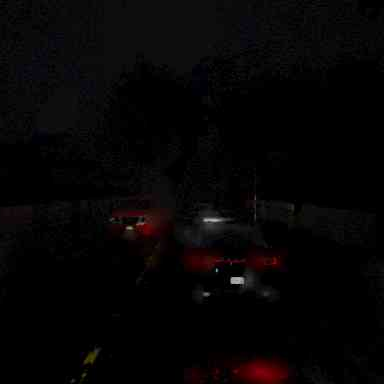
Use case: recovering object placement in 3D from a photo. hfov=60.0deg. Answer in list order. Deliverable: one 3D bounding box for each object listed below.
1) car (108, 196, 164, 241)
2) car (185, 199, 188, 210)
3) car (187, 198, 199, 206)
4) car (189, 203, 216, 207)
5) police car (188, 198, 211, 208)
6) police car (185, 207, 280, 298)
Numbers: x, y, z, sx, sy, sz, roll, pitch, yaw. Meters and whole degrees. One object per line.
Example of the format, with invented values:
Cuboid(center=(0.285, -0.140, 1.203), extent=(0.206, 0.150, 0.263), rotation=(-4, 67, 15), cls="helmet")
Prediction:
Cuboid(center=(-2.718, 1.235, 17.255), extent=(2.150, 2.045, 5.566), rotation=(0, 0, 0), cls="car")
Cuboid(center=(0.109, 1.663, 45.417), extent=(1.994, 1.385, 4.181), rotation=(0, 0, 2), cls="car")
Cuboid(center=(0.123, 1.725, 58.975), extent=(1.994, 1.385, 4.181), rotation=(0, 0, 0), cls="car")
Cuboid(center=(0.862, 1.542, 18.618), extent=(1.812, 1.442, 4.674), rotation=(0, 0, 0), cls="car")
Cuboid(center=(0.875, 1.452, 24.731), extent=(1.930, 1.638, 5.238), rotation=(0, 0, 0), cls="police car")
Cuboid(center=(0.841, 1.431, 8.723), extent=(1.930, 1.638, 5.238), rotation=(0, 0, 0), cls="police car")
